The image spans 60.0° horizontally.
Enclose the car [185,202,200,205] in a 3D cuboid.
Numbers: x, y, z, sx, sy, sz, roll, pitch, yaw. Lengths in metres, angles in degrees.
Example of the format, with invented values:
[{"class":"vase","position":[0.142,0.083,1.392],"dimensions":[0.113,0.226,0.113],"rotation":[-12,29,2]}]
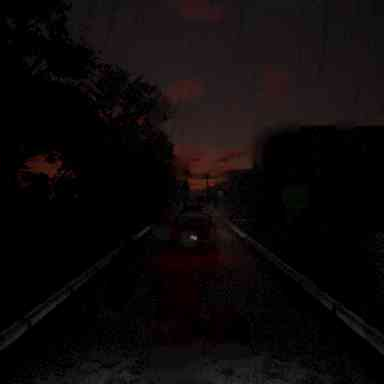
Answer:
[{"class":"car","position":[0.044,1.746,32.296],"dimensions":[1.837,1.490,4.892],"rotation":[0,0,0]}]

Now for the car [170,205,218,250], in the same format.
[{"class":"car","position":[0.071,1.591,14.920],"dimensions":[1.882,1.535,5.008],"rotation":[0,0,0]}]
